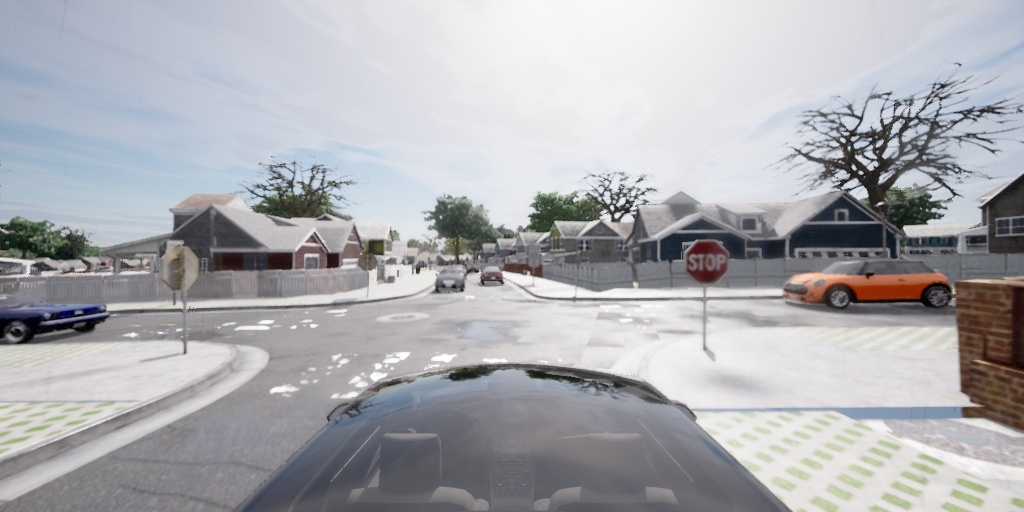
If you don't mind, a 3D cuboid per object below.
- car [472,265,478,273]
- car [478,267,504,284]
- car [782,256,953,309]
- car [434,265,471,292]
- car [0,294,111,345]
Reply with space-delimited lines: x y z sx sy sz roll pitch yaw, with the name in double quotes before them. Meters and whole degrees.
"car" -6.662 2.183 58.931 1.895 1.301 4.718 0 -1 -13
"car" -1.788 1.653 31.194 1.812 1.442 4.674 0 -1 -6
"car" 12.664 0.907 13.098 4.553 1.767 2.097 -1 0 6
"car" -4.003 1.522 23.873 2.128 1.511 4.902 0 -1 -5
"car" -15.000 1.783 10.428 4.718 1.301 1.895 -1 0 -5
